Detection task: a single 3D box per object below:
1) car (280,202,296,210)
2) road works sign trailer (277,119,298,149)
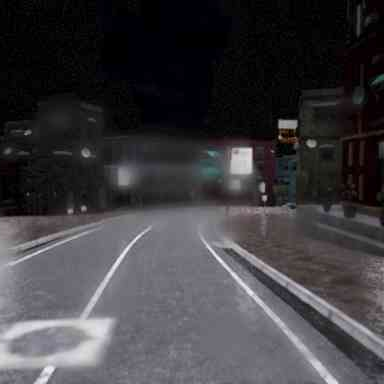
[{"bbox_3d":[19.470,2.808,65.470,4.902,1.511,2.128,2,2,-34],"label":"car"},{"bbox_3d":[11.690,-7.274,40.894,2.380,3.560,2.880,4,-17,8],"label":"road works sign trailer"}]
